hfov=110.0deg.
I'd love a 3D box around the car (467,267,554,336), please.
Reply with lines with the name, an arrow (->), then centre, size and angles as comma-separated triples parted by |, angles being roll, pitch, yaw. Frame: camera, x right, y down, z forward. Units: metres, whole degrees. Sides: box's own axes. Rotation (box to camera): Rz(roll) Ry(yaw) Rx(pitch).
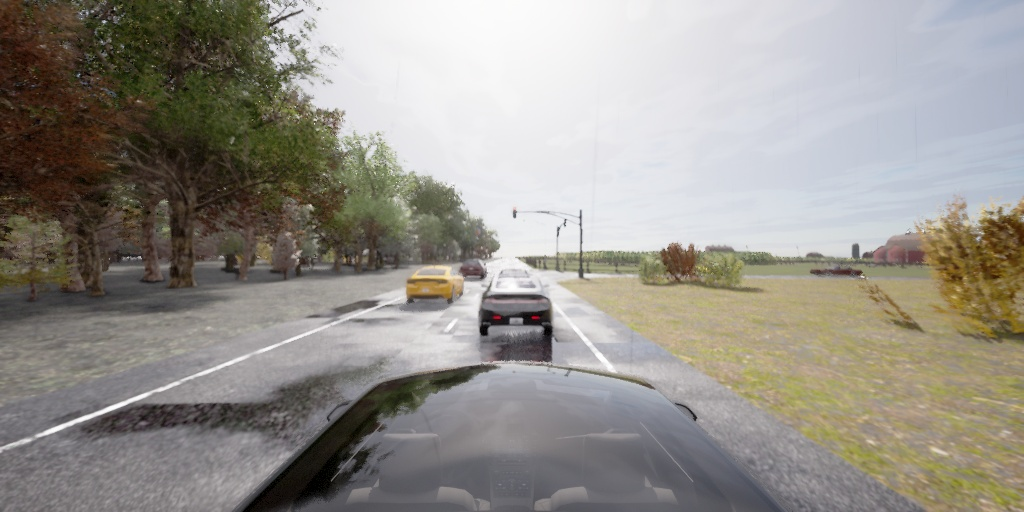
car -> 0.100, 1.238, 10.410 | 2.128, 1.511, 4.902 | 0, 0, 0

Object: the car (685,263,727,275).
car -> 22.560, 1.508, 41.963 | 5.008, 1.535, 1.882 | 1, -1, 0

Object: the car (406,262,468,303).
car -> -3.405, 1.223, 16.598 | 1.882, 1.535, 5.008 | 0, 0, 0

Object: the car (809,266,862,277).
car -> 37.716, 1.797, 41.885 | 4.718, 1.301, 1.895 | 1, -1, 0

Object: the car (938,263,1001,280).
car -> 48.583, 1.804, 38.240 | 5.357, 1.411, 2.033 | 1, -1, 1

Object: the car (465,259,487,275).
car -> -3.404, 1.090, 32.153 | 2.097, 1.767, 4.553 | 0, 0, 0
